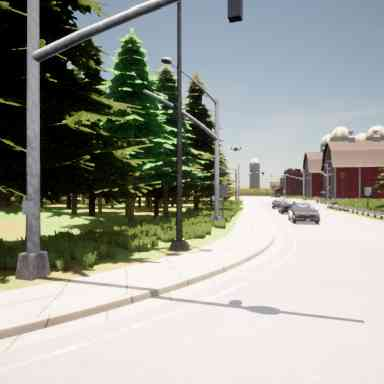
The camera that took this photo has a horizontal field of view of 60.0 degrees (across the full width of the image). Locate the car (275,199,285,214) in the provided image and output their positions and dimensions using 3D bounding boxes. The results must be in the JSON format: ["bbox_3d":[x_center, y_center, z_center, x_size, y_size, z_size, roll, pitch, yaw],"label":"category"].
[{"bbox_3d":[10.122,1.601,34.781,1.895,1.301,4.718,0,0,10],"label":"car"}]

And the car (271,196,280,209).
[{"bbox_3d":[11.798,1.564,44.704,1.994,1.385,4.181,0,0,9],"label":"car"}]

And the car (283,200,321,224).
[{"bbox_3d":[8.387,1.547,25.287,2.033,1.411,5.357,0,0,11],"label":"car"}]
